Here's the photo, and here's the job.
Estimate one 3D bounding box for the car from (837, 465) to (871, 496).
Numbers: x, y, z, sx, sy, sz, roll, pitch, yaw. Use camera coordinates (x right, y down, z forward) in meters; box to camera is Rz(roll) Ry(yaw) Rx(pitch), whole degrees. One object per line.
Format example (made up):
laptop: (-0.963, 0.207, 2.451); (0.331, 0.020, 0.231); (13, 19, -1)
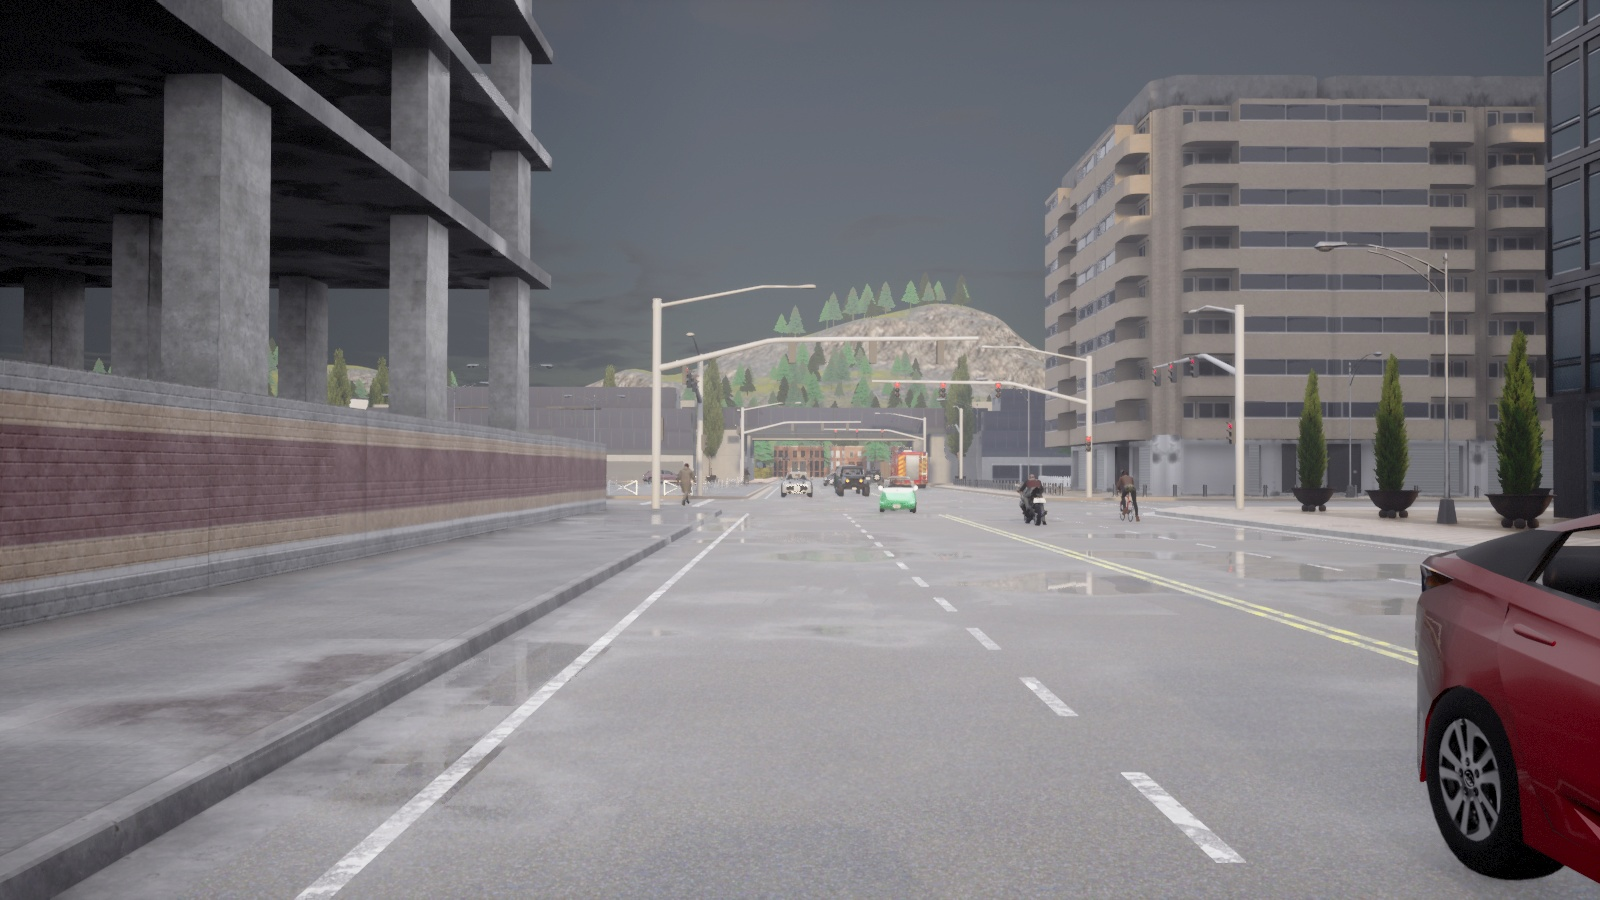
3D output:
car: (3.317, 1.889, 78.189); (1.905, 1.878, 3.866); (0, -1, 0)

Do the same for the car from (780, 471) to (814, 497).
car: (-0.174, 2.030, 75.605); (1.970, 1.475, 3.806); (0, -1, 0)

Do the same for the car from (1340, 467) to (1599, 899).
car: (3.492, 0.805, 3.501); (2.007, 1.525, 4.514); (0, -1, 0)

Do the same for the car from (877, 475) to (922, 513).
car: (3.775, 1.635, 47.486); (1.481, 1.376, 2.207); (-1, 0, 10)

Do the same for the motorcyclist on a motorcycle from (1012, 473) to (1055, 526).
motorcyclist on a motorcycle: (6.914, 1.438, 37.272); (0.866, 1.530, 2.191); (0, -1, 0)

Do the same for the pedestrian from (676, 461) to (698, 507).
pedestrian: (-4.865, 1.465, 54.011); (0.659, 1.952, 0.873); (0, -1, 16)

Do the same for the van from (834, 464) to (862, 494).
van: (3.299, 1.985, 86.602); (1.775, 1.987, 4.442); (0, -1, 0)
